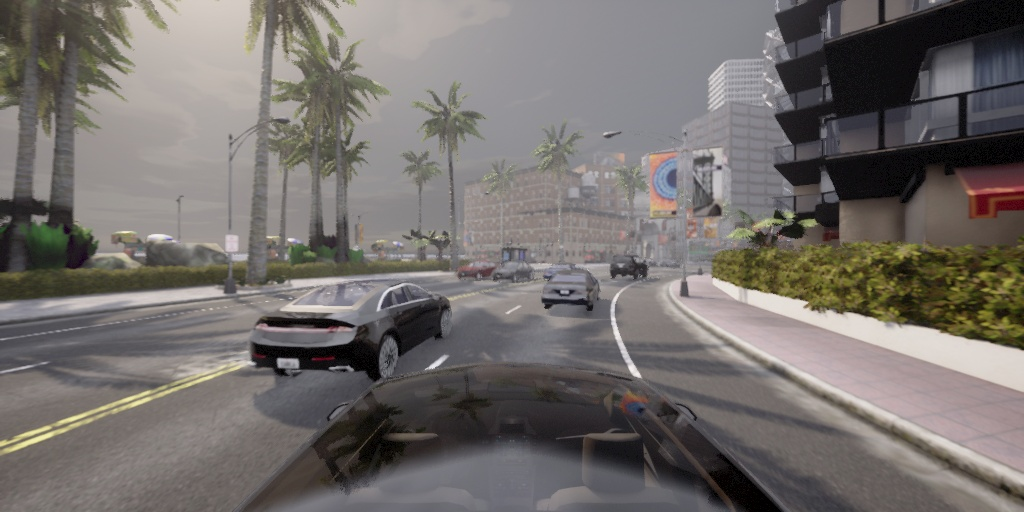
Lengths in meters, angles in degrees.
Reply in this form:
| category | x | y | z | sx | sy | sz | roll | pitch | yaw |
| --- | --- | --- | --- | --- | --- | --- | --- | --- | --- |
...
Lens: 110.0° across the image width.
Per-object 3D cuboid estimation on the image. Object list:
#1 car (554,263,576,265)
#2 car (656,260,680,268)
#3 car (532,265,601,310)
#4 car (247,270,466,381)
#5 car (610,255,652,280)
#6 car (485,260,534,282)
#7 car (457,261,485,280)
| category | x | y | z | sx | sy | sz | roll | pitch | yaw |
| --- | --- | --- | --- | --- | --- | --- | --- | --- | --- |
| car | 4.179 | 1.245 | 27.779 | 2.033 | 1.411 | 5.357 | 0 | 0 | 28 |
| car | 26.217 | 1.277 | 59.611 | 4.181 | 1.385 | 1.994 | 0 | 0 | -45 |
| car | 2.531 | 1.274 | 14.647 | 2.033 | 1.411 | 5.357 | 0 | 0 | 17 |
| car | -2.663 | 1.213 | 7.188 | 2.128 | 1.511 | 4.902 | 0 | 0 | 8 |
| car | 10.239 | 0.938 | 31.226 | 2.150 | 2.045 | 5.566 | 0 | 0 | 32 |
| car | 0.113 | 1.183 | 27.751 | 1.837 | 1.490 | 4.892 | 0 | 0 | 27 |
| car | -2.657 | 1.136 | 29.994 | 1.882 | 1.535 | 5.008 | 0 | 0 | 27 |
